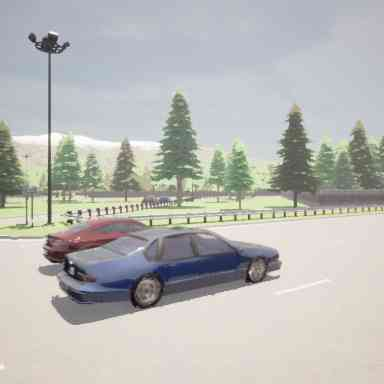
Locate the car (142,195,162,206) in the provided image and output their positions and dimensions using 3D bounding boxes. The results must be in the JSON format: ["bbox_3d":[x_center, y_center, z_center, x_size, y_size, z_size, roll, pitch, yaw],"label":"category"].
[{"bbox_3d":[-6.954,1.353,56.395,2.097,1.767,4.553,0,0,6],"label":"car"}]

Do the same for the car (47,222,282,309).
[{"bbox_3d":[-0.270,1.547,7.847,5.357,1.411,2.033,0,0,-35],"label":"car"}]

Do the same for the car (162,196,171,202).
[{"bbox_3d":[-5.648,1.476,69.715,1.882,1.535,5.008,0,0,5],"label":"car"}]

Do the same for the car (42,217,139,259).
[{"bbox_3d":[-2.264,1.525,10.721,4.674,1.442,1.812,0,0,-35],"label":"car"}]
